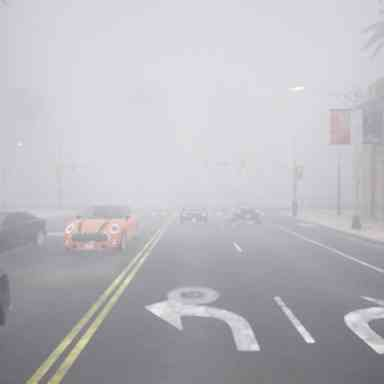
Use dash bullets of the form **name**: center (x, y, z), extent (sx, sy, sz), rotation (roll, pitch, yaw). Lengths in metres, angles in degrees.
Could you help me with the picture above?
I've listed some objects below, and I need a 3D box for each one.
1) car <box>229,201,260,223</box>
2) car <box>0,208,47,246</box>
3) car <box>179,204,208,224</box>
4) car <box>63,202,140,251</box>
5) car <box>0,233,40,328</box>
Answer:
- **car**: center (3.706, 1.399, 23.808), extent (1.812, 1.442, 4.674), rotation (0, 0, 2)
- **car**: center (-7.035, 1.410, 11.949), extent (1.882, 1.535, 5.008), rotation (0, 1, 1)
- **car**: center (0.153, 1.475, 23.423), extent (1.895, 1.301, 4.718), rotation (0, 0, 1)
- **car**: center (-3.511, 1.276, 13.652), extent (2.097, 1.767, 4.553), rotation (0, 0, 1)
- **car**: center (-3.587, 1.474, 2.949), extent (2.128, 1.511, 4.902), rotation (0, 0, 0)
